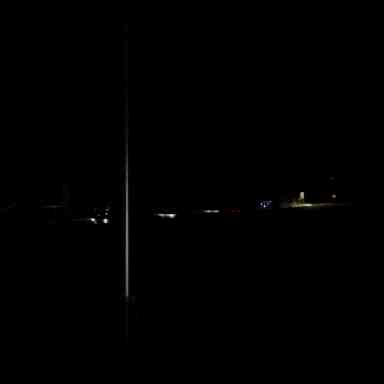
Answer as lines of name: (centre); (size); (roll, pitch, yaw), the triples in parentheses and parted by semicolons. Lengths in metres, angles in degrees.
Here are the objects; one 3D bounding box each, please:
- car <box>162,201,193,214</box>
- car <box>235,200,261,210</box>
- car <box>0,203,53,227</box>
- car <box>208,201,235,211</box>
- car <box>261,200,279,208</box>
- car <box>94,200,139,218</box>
car: (-1.683, 1.865, 40.823); (1.812, 1.442, 4.674); (-1, -1, 35)
car: (7.800, 1.914, 49.389); (2.128, 1.511, 4.902); (-1, -1, 35)
car: (-12.885, 1.634, 24.726); (1.882, 1.535, 5.008); (-1, -1, 35)
car: (4.085, 1.993, 49.052); (1.994, 1.385, 4.181); (-1, -1, 35)
car: (13.493, 2.112, 57.656); (1.895, 1.301, 4.718); (-1, -1, 35)
car: (-7.368, 1.599, 32.661); (2.097, 1.767, 4.553); (-1, -1, 35)
